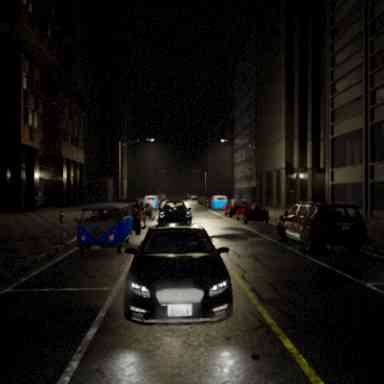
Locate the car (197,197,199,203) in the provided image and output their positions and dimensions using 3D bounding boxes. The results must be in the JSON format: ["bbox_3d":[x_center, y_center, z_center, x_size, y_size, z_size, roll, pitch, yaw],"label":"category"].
[{"bbox_3d":[2.371,1.545,58.768,1.752,1.417,4.829,0,0,-4],"label":"car"}]

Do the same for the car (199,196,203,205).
[{"bbox_3d":[2.727,1.583,53.000,1.947,1.339,4.313,0,0,-4],"label":"car"}]

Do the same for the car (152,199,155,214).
[{"bbox_3d":[-4.400,1.560,30.071,2.008,1.369,4.403,0,0,-4],"label":"car"}]

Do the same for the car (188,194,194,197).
[{"bbox_3d":[0.654,1.604,86.590,2.008,1.369,4.403,0,0,-4],"label":"car"}]

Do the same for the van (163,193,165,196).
[{"bbox_3d":[-6.127,1.362,58.066,1.690,1.788,3.998,0,0,-4],"label":"van"}]

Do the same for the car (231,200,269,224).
[{"bbox_3d":[4.454,1.551,25.007,1.887,1.381,4.507,0,0,-4],"label":"car"}]

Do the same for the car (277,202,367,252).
[{"bbox_3d":[5.145,1.318,13.810,2.192,1.841,5.009,0,0,-4],"label":"car"}]

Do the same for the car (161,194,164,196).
[{"bbox_3d":[-5.782,1.458,52.467,1.967,1.590,4.097,0,0,-4],"label":"car"}]

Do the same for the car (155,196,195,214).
[{"bbox_3d":[-1.128,1.358,21.857,2.097,1.767,4.553,0,0,-3],"label":"car"}]

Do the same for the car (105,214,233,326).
[{"bbox_3d":[-0.334,1.493,7.396,2.128,1.511,4.902,0,0,-4],"label":"car"}]

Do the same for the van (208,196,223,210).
[{"bbox_3d":[3.418,1.354,41.803,1.690,1.788,3.998,0,0,-4],"label":"van"}]

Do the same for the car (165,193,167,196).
[{"bbox_3d":[-7.854,1.620,86.059,1.947,1.339,4.313,0,0,-4],"label":"car"}]

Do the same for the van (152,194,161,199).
[{"bbox_3d":[-5.091,1.355,41.269,1.690,1.788,3.998,0,0,-4],"label":"van"}]

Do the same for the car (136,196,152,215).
[{"bbox_3d":[-3.709,1.320,18.874,2.192,1.841,5.009,0,0,-4],"label":"car"}]

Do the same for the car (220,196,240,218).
[{"bbox_3d":[4.108,1.448,30.605,1.967,1.590,4.097,0,0,-4],"label":"car"}]

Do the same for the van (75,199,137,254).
[{"bbox_3d":[-3.364,1.345,13.275,1.690,1.788,3.998,0,0,-4],"label":"van"}]

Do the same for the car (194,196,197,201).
[{"bbox_3d":[2.025,1.549,64.367,1.752,1.417,4.829,0,0,-4],"label":"car"}]

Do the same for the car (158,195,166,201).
[{"bbox_3d":[-8.200,1.502,91.659,1.967,1.590,4.097,0,0,-4],"label":"car"}]

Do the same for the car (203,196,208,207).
[{"bbox_3d":[3.072,1.560,47.401,1.887,1.381,4.507,0,0,-4],"label":"car"}]
